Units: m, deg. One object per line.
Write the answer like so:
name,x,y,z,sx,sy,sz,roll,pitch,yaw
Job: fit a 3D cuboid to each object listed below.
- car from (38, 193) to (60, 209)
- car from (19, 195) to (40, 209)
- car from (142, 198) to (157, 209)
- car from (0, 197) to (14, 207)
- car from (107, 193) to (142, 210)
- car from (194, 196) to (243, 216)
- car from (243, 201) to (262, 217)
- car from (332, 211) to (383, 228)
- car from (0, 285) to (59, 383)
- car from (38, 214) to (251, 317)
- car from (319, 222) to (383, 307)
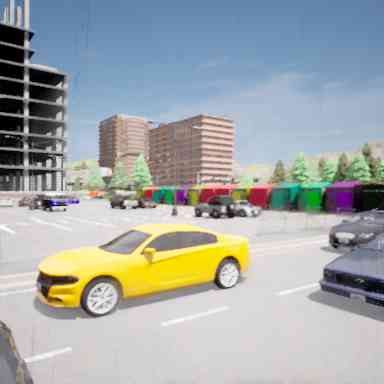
car,-22.043,1.229,50.484,1.932,1.855,4.605,0,0,-37
car,-24.158,1.430,48.831,1.784,1.438,3.905,0,0,-37
car,-6.204,1.461,43.465,1.784,1.438,3.905,0,0,-37
car,-26.473,1.451,47.093,1.970,1.475,3.806,0,0,-37
car,-8.558,1.240,41.777,1.932,1.855,4.605,0,0,-37
car,1.983,1.234,27.782,1.905,1.878,3.866,0,0,-37
car,4.304,1.483,29.512,1.970,1.475,3.806,0,0,-37
car,7.595,1.546,13.688,4.902,1.511,2.128,0,0,-35
car,-3.580,1.542,1.408,5.357,1.411,2.033,0,0,-36
car,-0.834,1.496,7.691,5.008,1.535,1.882,0,0,-36
car,5.252,1.581,7.732,5.357,1.411,2.033,0,0,-35
